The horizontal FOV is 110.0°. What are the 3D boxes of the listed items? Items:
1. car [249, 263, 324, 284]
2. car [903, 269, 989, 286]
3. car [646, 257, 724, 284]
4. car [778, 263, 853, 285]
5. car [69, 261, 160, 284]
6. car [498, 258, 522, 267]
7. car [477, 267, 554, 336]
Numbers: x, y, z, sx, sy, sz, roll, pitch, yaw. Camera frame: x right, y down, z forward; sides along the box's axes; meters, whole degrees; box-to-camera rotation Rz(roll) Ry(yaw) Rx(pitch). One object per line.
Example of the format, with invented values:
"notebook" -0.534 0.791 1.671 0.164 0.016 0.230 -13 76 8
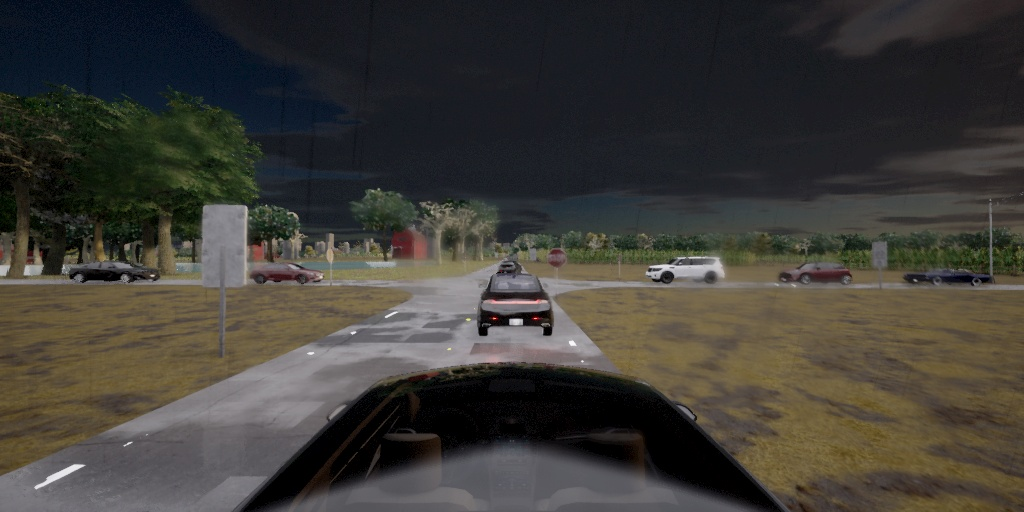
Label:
"car" -15.483 1.181 24.751 4.674 1.442 1.812 0 -1 1
"car" 33.425 1.625 27.724 4.718 1.301 1.895 1 -1 0
"car" 13.347 1.085 27.762 5.566 2.045 2.150 0 -1 1
"car" 23.343 1.289 27.734 4.553 1.767 2.097 0 -1 0
"car" -27.346 1.096 24.785 5.008 1.535 1.882 0 -1 0
"car" -0.207 1.244 35.471 1.837 1.490 4.892 2 0 9
"car" 0.061 1.243 10.333 2.128 1.511 4.902 0 0 -1
